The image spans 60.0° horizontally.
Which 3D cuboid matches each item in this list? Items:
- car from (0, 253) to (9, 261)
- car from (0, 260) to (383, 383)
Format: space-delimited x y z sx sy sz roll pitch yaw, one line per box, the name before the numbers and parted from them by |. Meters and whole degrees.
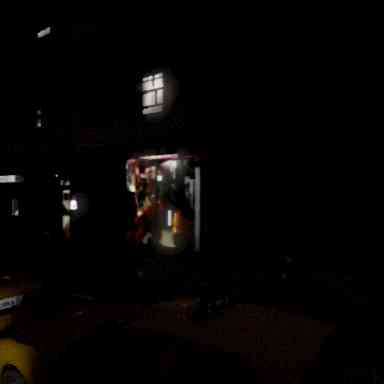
car | -4.521 1.570 6.092 4.829 1.417 1.752 0 0 35
car | -0.023 1.535 2.886 4.829 1.417 1.752 0 0 35
